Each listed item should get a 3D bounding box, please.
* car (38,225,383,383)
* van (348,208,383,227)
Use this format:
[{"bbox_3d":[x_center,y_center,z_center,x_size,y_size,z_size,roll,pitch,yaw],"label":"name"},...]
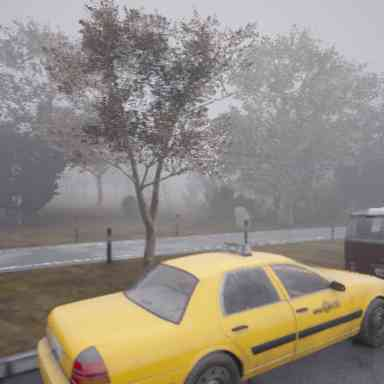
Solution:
[{"bbox_3d":[0.847,1.479,4.629,5.366,1.575,1.946,0,-2,-33],"label":"car"},{"bbox_3d":[5.472,1.281,7.639,4.442,1.987,1.878,0,-2,-34],"label":"van"}]
